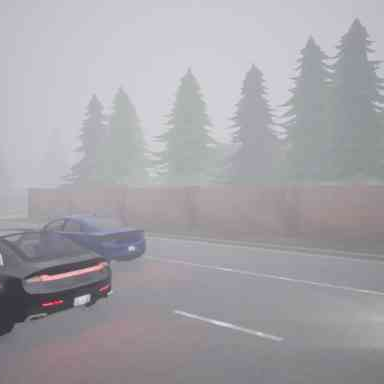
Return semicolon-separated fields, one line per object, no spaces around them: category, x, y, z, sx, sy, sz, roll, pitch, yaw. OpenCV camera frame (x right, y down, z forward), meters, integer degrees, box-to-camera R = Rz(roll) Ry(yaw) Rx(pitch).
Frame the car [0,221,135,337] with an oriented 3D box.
car;-3.691;1.486;6.643;4.902;1.511;2.128;0;0;36

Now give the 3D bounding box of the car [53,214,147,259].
car;-3.733;1.471;10.986;5.008;1.535;1.882;0;0;36
